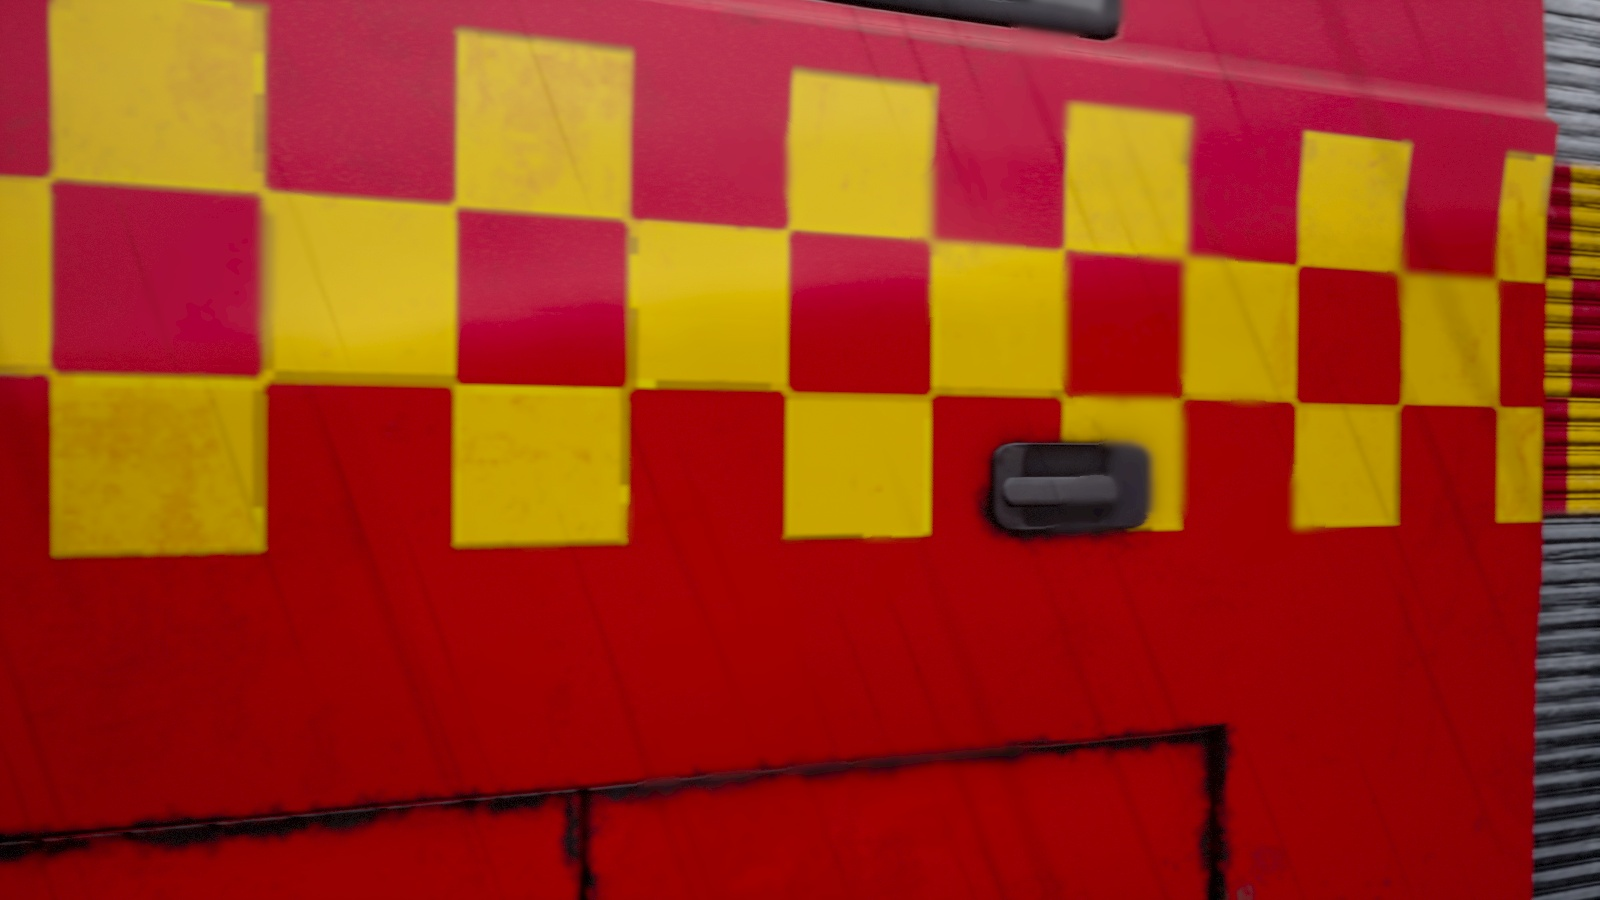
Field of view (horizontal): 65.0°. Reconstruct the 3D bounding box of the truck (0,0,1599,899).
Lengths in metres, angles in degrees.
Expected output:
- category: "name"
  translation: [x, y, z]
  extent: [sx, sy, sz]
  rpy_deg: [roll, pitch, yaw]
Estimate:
- category: "truck"
  translation: [-0.369, -0.399, 3.085]
  extent: [8.468, 3.827, 2.891]
  rpy_deg: [-1, 1, -21]
